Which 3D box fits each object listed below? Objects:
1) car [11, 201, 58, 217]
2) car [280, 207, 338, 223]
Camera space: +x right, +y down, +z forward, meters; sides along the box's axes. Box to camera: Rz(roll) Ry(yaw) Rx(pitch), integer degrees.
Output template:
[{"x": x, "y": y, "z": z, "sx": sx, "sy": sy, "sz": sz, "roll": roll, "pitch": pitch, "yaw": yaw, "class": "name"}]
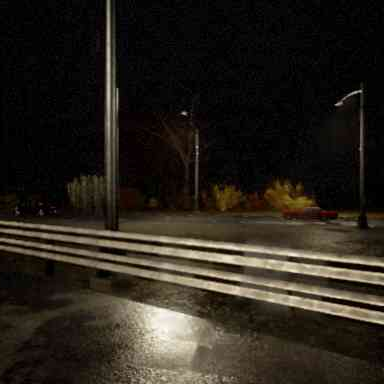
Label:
[{"x": -16.646, "y": 1.767, "z": 35.232, "sx": 4.892, "sy": 1.490, "sz": 1.837, "roll": 0, "pitch": 0, "yaw": 11, "class": "car"}, {"x": 10.361, "y": 1.995, "z": 29.842, "sx": 4.718, "sy": 1.301, "sz": 1.895, "roll": 0, "pitch": 0, "yaw": 11, "class": "car"}]
